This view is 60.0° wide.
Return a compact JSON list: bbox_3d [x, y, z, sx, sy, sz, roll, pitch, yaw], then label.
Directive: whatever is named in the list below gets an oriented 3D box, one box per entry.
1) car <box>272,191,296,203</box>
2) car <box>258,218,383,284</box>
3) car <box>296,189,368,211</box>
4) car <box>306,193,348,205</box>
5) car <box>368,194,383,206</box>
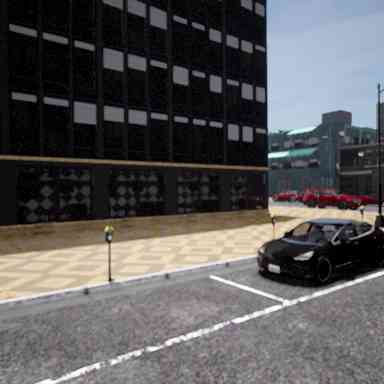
[{"bbox_3d":[12.445,0.537,43.268,1.967,1.590,4.097,0,1,-36],"label":"car"},{"bbox_3d":[3.739,1.427,9.218,4.313,1.339,1.947,-1,1,-35],"label":"car"},{"bbox_3d":[12.259,0.647,29.367,2.192,1.841,5.009,0,1,-36],"label":"car"},{"bbox_3d":[15.729,0.747,38.798,1.802,1.307,4.206,0,1,-36],"label":"car"},{"bbox_3d":[19.011,0.778,34.328,1.887,1.381,4.507,0,1,-36],"label":"car"}]
